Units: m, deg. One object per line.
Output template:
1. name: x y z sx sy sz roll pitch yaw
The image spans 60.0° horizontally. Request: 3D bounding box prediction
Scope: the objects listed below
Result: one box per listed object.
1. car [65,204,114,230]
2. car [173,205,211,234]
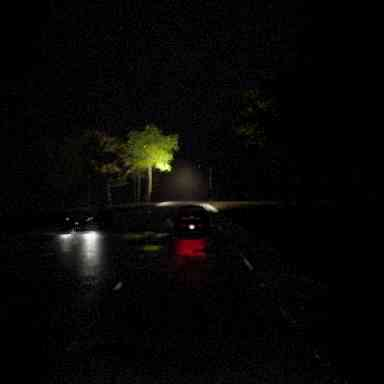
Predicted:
1. car: -6.424 1.538 21.442 1.812 1.442 4.674 0 0 5
2. car: -0.008 1.511 19.194 1.837 1.490 4.892 0 0 0
